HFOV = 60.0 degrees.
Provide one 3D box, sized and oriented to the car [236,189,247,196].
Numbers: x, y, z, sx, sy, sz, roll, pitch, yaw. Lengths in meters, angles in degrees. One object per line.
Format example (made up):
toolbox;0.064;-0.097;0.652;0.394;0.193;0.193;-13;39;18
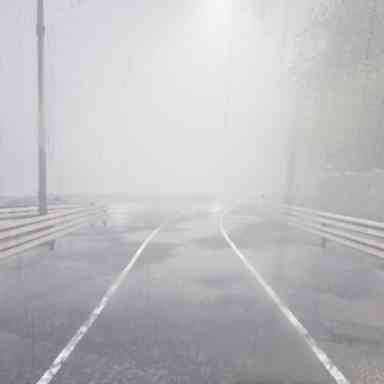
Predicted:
car;12.604;0.097;84.588;1.882;1.535;5.008;0;1;26

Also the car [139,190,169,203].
car;-5.589;0.792;46.760;1.837;1.490;4.892;0;1;26

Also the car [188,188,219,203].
car;1.781;0.605;45.932;2.097;1.767;4.553;0;1;26

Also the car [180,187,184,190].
car;-2.601;0.223;85.280;2.128;1.511;4.902;0;1;26

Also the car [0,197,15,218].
car;-12.367;1.135;24.357;1.882;1.535;5.008;0;1;25

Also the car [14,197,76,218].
car;-9.151;1.150;22.970;2.128;1.511;4.902;0;1;25

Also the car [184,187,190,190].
car;0.564;0.057;83.786;2.097;1.767;4.553;0;1;26

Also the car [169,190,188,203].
car;-1.397;0.798;47.410;2.033;1.411;5.357;0;1;26

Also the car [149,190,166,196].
car;-9.042;0.219;88.039;2.128;1.511;4.902;0;1;26

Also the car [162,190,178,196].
car;-5.755;0.171;86.797;1.882;1.535;5.008;0;1;26
